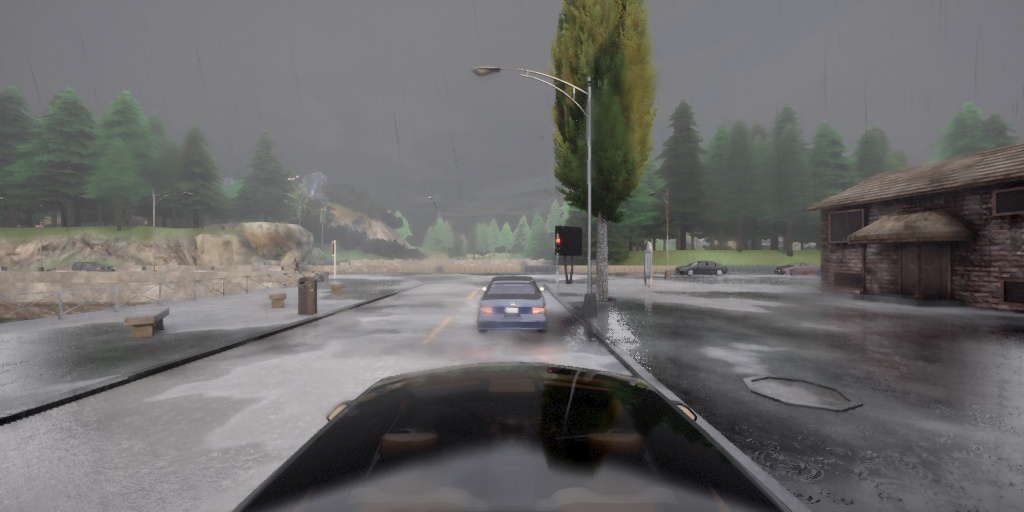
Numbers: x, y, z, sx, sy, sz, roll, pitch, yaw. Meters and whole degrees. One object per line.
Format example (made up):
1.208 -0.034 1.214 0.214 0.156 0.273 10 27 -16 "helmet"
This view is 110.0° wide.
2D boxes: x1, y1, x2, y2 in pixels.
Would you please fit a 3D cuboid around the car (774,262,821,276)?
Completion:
29.167 1.314 36.459 4.181 1.385 1.994 0 0 0 "car"

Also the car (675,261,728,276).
19.203 1.255 36.463 4.892 1.490 1.837 0 0 0 "car"

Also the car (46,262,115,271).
-43.713 1.297 36.388 5.357 1.411 2.033 0 0 0 "car"

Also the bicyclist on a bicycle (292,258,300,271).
-24.512 1.099 40.678 0.582 1.620 1.656 0 0 0 "bicyclist on a bicycle"

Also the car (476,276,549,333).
0.027 1.297 10.743 2.033 1.411 5.357 0 0 0 "car"
